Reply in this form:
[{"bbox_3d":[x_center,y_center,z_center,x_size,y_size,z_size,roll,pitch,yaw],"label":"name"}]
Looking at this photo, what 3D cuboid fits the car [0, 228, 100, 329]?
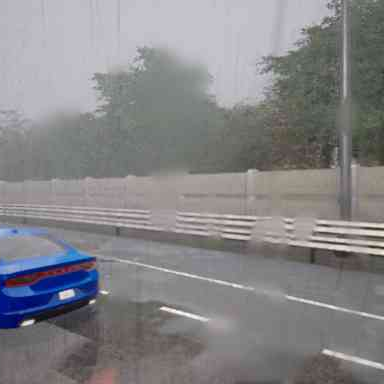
[{"bbox_3d":[-3.999,1.477,6.729,5.008,1.535,1.882,0,0,36],"label":"car"}]
